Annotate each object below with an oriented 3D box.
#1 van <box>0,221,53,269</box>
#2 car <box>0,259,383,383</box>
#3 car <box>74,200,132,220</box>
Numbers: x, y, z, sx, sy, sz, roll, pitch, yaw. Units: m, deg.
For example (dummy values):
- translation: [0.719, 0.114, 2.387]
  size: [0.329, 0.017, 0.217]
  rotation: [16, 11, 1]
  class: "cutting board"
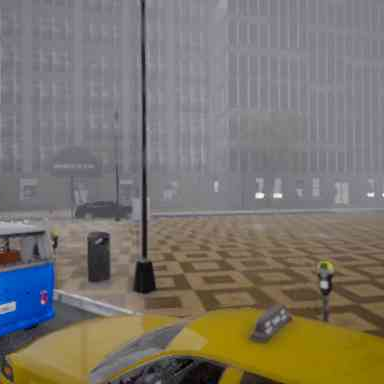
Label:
- translation: [-4.028, 1.345, 5.601]
  size: [3.998, 1.788, 1.690]
  rotation: [0, 0, 35]
  class: "van"
- translation: [0.338, 1.526, 2.485]
  size: [4.829, 1.417, 1.752]
  rotation: [0, 0, 35]
  class: "car"
- translation: [-6.157, 1.337, 24.618]
  size: [4.892, 1.490, 1.837]
  rotation: [0, 0, -14]
  class: "car"
